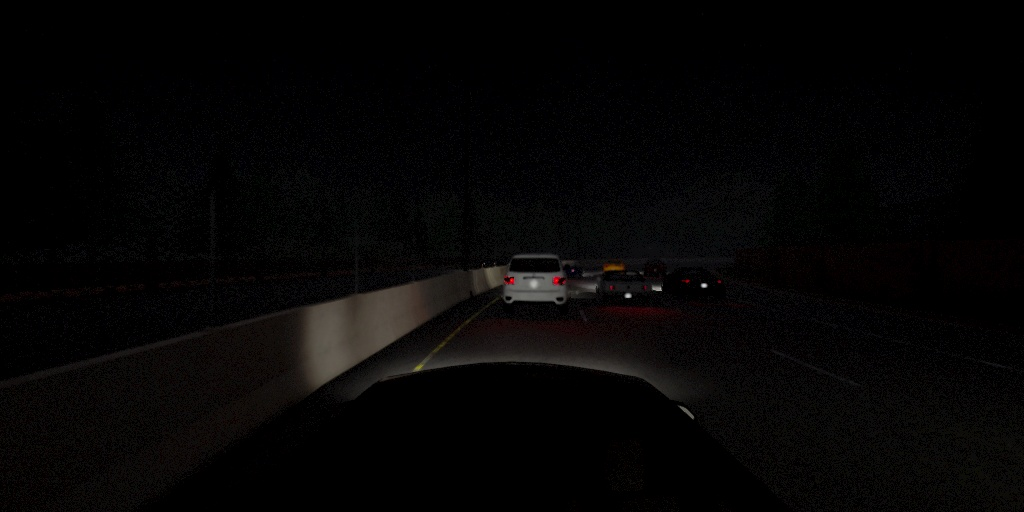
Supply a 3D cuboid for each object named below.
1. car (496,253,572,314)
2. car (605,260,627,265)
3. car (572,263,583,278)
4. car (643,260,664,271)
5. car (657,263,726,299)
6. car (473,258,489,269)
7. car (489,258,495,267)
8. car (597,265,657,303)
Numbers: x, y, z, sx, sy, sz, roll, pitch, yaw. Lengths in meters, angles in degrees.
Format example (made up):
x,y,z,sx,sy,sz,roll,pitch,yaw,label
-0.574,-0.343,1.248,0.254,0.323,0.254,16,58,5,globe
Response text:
x,y,z,sx,sy,sz,roll,pitch,yaw,label
1.015,0.904,13.672,2.150,2.045,5.566,0,0,7,car
9.795,1.070,33.982,1.882,1.535,5.008,0,0,20,car
4.973,1.193,30.942,1.895,1.301,4.718,0,0,18,car
13.583,1.084,34.072,1.882,1.535,5.008,0,0,21,car
8.785,1.251,17.684,1.994,1.385,4.181,0,0,11,car
-3.353,0.964,48.089,1.837,1.490,4.892,0,0,26,car
-0.571,0.833,45.732,2.097,1.767,4.553,0,1,25,car
4.958,1.281,16.409,1.895,1.301,4.718,0,0,9,car
